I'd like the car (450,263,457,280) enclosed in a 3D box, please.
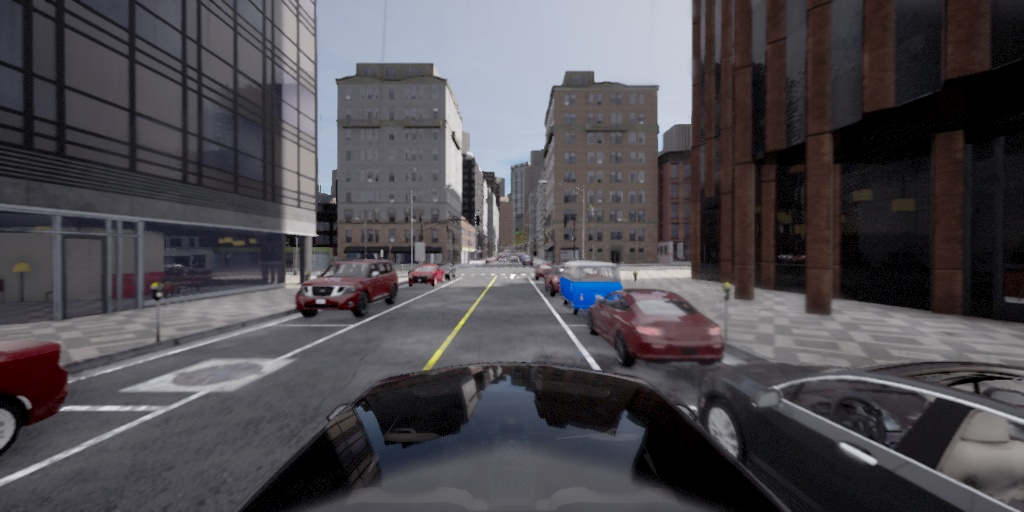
[{"bbox_3d":[-5.754,1.282,30.241,1.948,1.339,4.313,0,0,0],"label":"car"}]

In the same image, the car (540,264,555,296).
[{"bbox_3d":[2.767,1.173,18.947,1.967,1.591,4.097,0,0,0],"label":"car"}]

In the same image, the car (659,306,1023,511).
[{"bbox_3d":[2.762,1.300,2.013,2.007,1.370,4.403,0,0,0],"label":"car"}]

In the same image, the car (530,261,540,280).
[{"bbox_3d":[2.771,1.298,30.236,1.802,1.307,4.207,0,0,0],"label":"car"}]

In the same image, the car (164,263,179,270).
[{"bbox_3d":[-43.961,1.812,43.067,5.357,1.411,2.033,-1,0,1],"label":"car"}]

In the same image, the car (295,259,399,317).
[{"bbox_3d":[-5.760,1.055,13.308,2.192,1.841,5.009,0,0,0],"label":"car"}]

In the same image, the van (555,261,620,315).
[{"bbox_3d":[2.766,1.081,13.302,1.690,1.789,3.998,0,0,0],"label":"van"}]

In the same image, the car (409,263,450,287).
[{"bbox_3d":[-5.756,1.270,24.597,1.888,1.381,4.507,0,0,0],"label":"car"}]

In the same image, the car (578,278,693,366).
[{"bbox_3d":[2.764,1.328,7.658,1.802,1.307,4.207,0,0,0],"label":"car"}]

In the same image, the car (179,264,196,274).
[{"bbox_3d":[-43.725,1.719,46.321,5.008,1.535,1.882,-1,0,1],"label":"car"}]

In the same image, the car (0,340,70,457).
[{"bbox_3d":[-5.763,1.295,2.020,1.888,1.381,4.507,0,0,0],"label":"car"}]

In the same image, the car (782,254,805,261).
[{"bbox_3d":[40.726,0.566,49.311,5.008,1.535,1.882,-1,0,1],"label":"car"}]
